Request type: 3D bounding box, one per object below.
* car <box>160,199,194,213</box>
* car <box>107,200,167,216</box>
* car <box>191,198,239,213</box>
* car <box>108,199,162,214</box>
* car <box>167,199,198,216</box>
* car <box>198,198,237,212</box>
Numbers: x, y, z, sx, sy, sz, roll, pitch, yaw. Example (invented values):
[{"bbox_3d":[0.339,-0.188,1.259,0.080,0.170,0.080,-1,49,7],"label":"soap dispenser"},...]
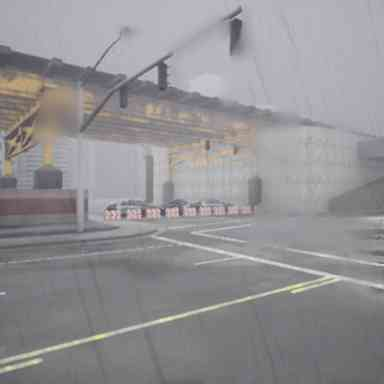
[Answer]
[{"bbox_3d":[-1.401,1.330,33.222,1.853,1.218,4.536,0,0,18],"label":"car"},{"bbox_3d":[-5.162,1.479,30.488,4.974,1.542,2.038,0,0,8],"label":"car"},{"bbox_3d":[2.494,1.497,36.932,4.974,1.542,2.038,0,0,-7],"label":"car"},{"bbox_3d":[-5.214,1.321,30.495,4.536,1.218,1.853,0,0,8],"label":"car"},{"bbox_3d":[-1.417,1.487,33.173,2.038,1.542,4.974,0,0,18],"label":"car"},{"bbox_3d":[2.442,1.340,36.926,4.536,1.218,1.853,0,0,-7],"label":"car"}]
